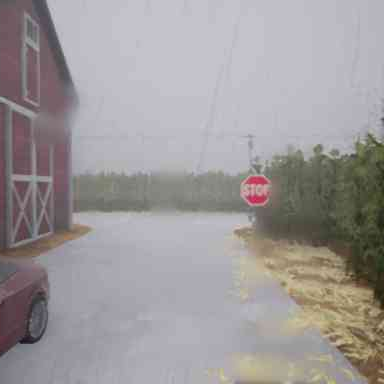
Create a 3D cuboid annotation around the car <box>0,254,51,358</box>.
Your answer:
[{"bbox_3d":[-3.173,1.497,3.637,1.812,1.442,4.674,0,1,0],"label":"car"}]
